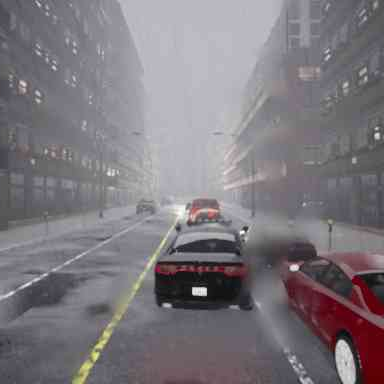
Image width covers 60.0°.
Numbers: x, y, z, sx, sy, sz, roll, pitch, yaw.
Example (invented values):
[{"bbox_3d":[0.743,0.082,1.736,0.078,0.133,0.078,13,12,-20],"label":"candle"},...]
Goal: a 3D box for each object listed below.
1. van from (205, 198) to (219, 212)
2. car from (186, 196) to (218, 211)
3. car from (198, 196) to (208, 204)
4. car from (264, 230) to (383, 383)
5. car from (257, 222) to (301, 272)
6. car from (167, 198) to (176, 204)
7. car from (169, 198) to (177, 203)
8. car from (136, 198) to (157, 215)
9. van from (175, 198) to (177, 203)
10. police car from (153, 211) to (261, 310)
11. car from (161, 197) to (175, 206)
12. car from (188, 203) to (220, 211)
[{"bbox_3d":[2.631,1.697,44.758,1.690,1.788,3.998,1,0,0],"label":"van"},{"bbox_3d":[0.854,1.415,23.936,2.150,2.045,5.566,0,0,0],"label":"car"},{"bbox_3d":[2.673,1.942,78.782,2.192,1.841,5.009,1,0,0],"label":"car"},{"bbox_3d":[2.580,1.585,5.062,1.887,1.381,4.507,1,0,0],"label":"car"},{"bbox_3d":[2.587,1.636,10.732,2.008,1.369,4.403,1,0,0],"label":"car"},{"bbox_3d":[-5.204,2.225,84.431,2.008,1.369,4.403,1,0,0],"label":"car"},{"bbox_3d":[-5.197,2.285,90.102,1.947,1.339,4.313,1,0,0],"label":"car"},{"bbox_3d":[-5.256,1.627,39.067,2.192,1.841,5.009,1,0,0],"label":"car"},{"bbox_3d":[-5.208,1.970,78.762,1.690,1.788,3.998,1,0,0],"label":"van"},{"bbox_3d":[0.446,1.490,8.161,1.930,1.638,5.238,0,-1,7],"label":"police car"},{"bbox_3d":[-5.221,1.853,67.421,2.192,1.841,5.009,1,0,0],"label":"car"},{"bbox_3d":[0.846,1.600,18.094,1.801,1.575,5.366,0,0,0],"label":"car"}]
